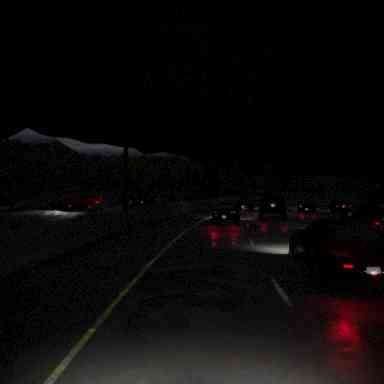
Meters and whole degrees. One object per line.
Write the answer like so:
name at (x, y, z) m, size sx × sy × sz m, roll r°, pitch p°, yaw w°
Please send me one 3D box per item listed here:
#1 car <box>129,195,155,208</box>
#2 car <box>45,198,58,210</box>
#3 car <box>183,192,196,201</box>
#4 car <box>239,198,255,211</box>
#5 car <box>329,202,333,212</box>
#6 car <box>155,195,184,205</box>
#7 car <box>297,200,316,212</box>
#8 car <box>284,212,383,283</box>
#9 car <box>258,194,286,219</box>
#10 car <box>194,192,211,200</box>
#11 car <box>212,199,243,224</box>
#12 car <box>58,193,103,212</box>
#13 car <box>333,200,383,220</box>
car at (-6.756, 1.267, 45.644) m, size 2.097 × 1.767 × 4.553 m, roll 0°, pitch 0°, yaw 18°
car at (-15.645, 1.433, 40.121) m, size 1.812 × 1.442 × 4.674 m, roll 0°, pitch 0°, yaw 15°
car at (-0.222, 0.994, 78.383) m, size 2.150 × 2.045 × 5.566 m, roll 0°, pitch 0°, yaw 29°
car at (6.566, 1.452, 40.781) m, size 1.837 × 1.490 × 4.892 m, roll 0°, pitch 0°, yaw 17°
car at (15.997, 1.521, 35.902) m, size 2.033 × 1.411 × 5.357 m, roll 0°, pitch 0°, yaw 17°
car at (-3.027, 1.486, 45.877) m, size 1.994 × 1.385 × 4.181 m, roll 0°, pitch 0°, yaw 18°
car at (12.899, 1.566, 37.685) m, size 1.895 × 1.301 × 4.718 m, roll 0°, pitch 0°, yaw 17°
car at (4.093, 1.518, 9.462) m, size 1.812 × 1.442 × 4.674 m, roll 0°, pitch 0°, yaw 4°
car at (7.023, 1.189, 29.079) m, size 2.150 × 2.045 × 5.566 m, roll 0°, pitch 0°, yaw 13°
car at (2.823, 1.334, 76.660) m, size 1.994 × 1.385 × 4.181 m, roll 0°, pitch 0°, yaw 29°
car at (2.549, 1.492, 24.513) m, size 1.812 × 1.442 × 4.674 m, roll 0°, pitch 0°, yaw 10°
car at (-12.487, 1.134, 38.490) m, size 2.150 × 2.045 × 5.566 m, roll 0°, pitch 0°, yaw 15°
car at (8.146, 1.344, 14.728) m, size 2.097 × 1.767 × 4.553 m, roll 0°, pitch 0°, yaw 7°
